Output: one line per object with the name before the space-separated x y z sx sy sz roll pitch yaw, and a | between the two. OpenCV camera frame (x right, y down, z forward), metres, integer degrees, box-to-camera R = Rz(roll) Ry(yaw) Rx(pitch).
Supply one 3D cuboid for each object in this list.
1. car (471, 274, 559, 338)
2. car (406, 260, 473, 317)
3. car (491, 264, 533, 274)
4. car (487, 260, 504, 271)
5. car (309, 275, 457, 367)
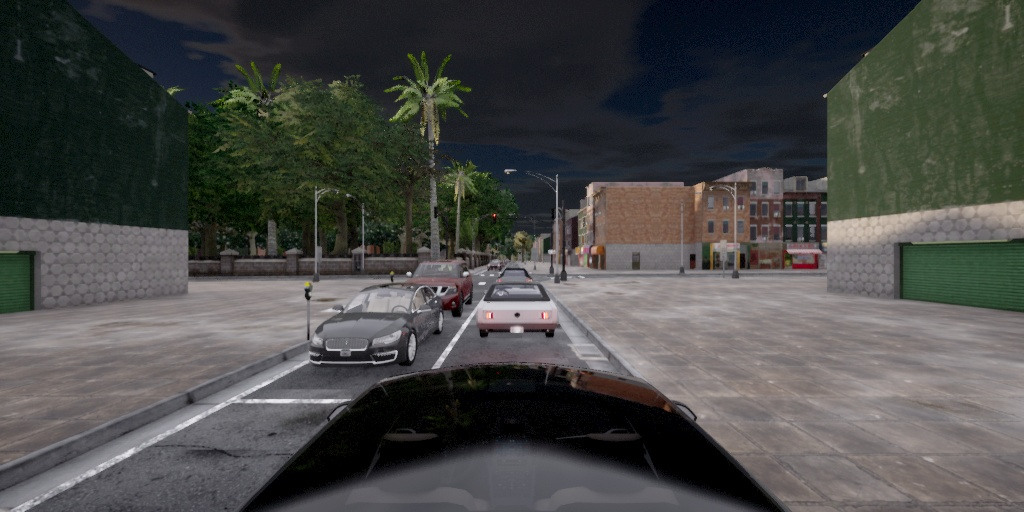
car | 0.124 1.351 10.183 1.895 1.301 4.718 0 0 0
car | -2.605 1.066 13.305 2.192 1.841 5.009 0 0 0
car | 0.159 1.321 19.355 1.994 1.385 4.181 0 0 2
car | -2.493 1.284 51.451 1.967 1.591 4.097 0 0 0
car | -2.621 1.300 7.842 2.007 1.370 4.403 0 0 0
